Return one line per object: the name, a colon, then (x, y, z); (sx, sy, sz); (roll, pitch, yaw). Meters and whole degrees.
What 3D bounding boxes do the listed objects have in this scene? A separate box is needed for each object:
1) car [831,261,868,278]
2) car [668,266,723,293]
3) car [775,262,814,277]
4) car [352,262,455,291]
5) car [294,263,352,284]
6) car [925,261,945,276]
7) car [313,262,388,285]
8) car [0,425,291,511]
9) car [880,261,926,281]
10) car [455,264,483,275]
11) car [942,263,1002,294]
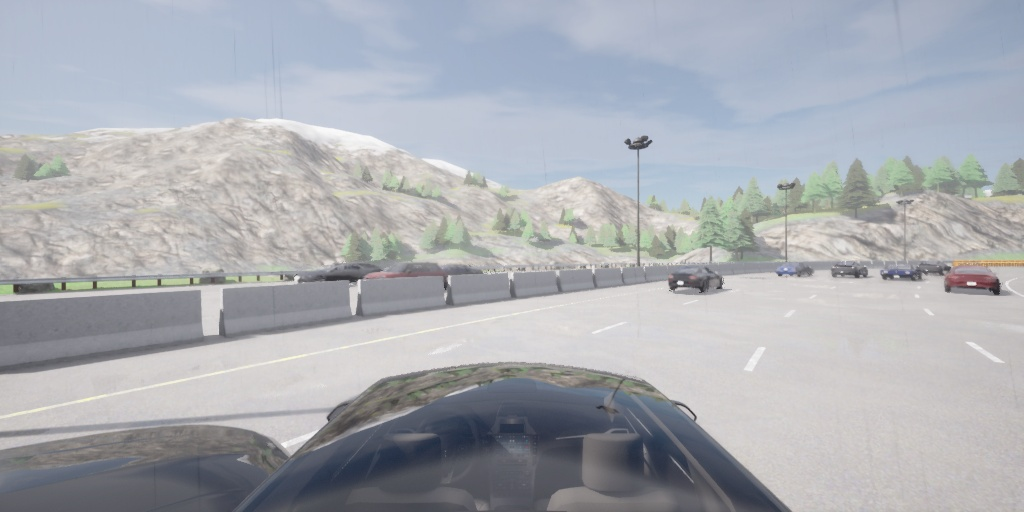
car: (31.374, 1.240, 33.297); (4.902, 1.511, 2.128); (0, 0, -35)
car: (10.585, 1.275, 20.629); (4.674, 1.442, 1.812); (0, 0, -44)
car: (27.576, 1.295, 34.933); (5.357, 1.411, 2.033); (0, 0, -36)
car: (-5.636, 1.101, 19.033); (2.097, 1.767, 4.553); (0, 0, 42)
car: (-11.271, 1.240, 23.224); (2.128, 1.511, 4.902); (0, 0, 41)
car: (43.312, 1.240, 36.820); (4.902, 1.511, 2.128); (0, 0, -31)
car: (-12.209, 1.253, 27.435); (1.837, 1.490, 4.892); (0, 0, 43)
car: (-2.981, 1.255, 0.486); (4.892, 1.490, 1.837); (0, 0, -45)
car: (32.307, 1.349, 29.687); (4.718, 1.301, 1.895); (0, 0, -35)
car: (-4.442, 1.296, 25.592); (2.033, 1.411, 5.357); (0, 0, 43)
car: (25.757, 1.275, 20.149); (4.674, 1.442, 1.812); (0, 0, -39)
